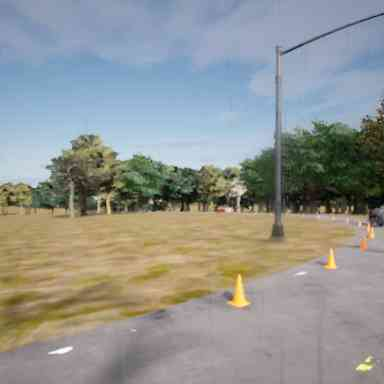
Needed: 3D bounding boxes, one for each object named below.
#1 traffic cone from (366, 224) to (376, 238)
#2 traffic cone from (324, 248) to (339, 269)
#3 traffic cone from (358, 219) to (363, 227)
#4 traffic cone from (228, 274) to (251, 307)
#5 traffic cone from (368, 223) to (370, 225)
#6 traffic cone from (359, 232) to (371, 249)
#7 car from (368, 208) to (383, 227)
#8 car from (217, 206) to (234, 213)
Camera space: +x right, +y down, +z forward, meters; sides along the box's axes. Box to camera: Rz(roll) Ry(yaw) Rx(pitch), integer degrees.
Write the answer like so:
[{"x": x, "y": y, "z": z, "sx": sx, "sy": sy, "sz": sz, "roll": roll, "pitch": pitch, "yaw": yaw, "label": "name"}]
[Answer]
[{"x": 9.681, "y": 2.165, "z": 17.867, "sx": 0.340, "sy": 0.580, "sz": 0.340, "roll": 0, "pitch": -1, "yaw": 29, "label": "traffic cone"}, {"x": 4.253, "y": 2.002, "z": 10.163, "sx": 0.340, "sy": 0.580, "sz": 0.340, "roll": 0, "pitch": -1, "yaw": 41, "label": "traffic cone"}, {"x": 13.389, "y": 2.454, "z": 26.526, "sx": 0.340, "sy": 0.580, "sz": 0.340, "roll": 0, "pitch": -2, "yaw": 17, "label": "traffic cone"}, {"x": 0.967, "y": 1.976, "z": 6.776, "sx": 0.340, "sy": 0.580, "sz": 0.340, "roll": 0, "pitch": 0, "yaw": -43, "label": "traffic cone"}, {"x": 11.762, "y": 2.300, "z": 22.101, "sx": 0.340, "sy": 0.580, "sz": 0.340, "roll": 0, "pitch": -2, "yaw": 23, "label": "traffic cone"}, {"x": 7.168, "y": 2.065, "z": 13.873, "sx": 0.340, "sy": 0.580, "sz": 0.340, "roll": 0, "pitch": -1, "yaw": 35, "label": "traffic cone"}, {"x": 15.724, "y": 2.029, "z": 26.927, "sx": 2.128, "sy": 1.511, "sz": 4.902, "roll": 0, "pitch": -2, "yaw": 15, "label": "car"}, {"x": 7.312, "y": 3.766, "z": 73.358, "sx": 2.097, "sy": 1.767, "sz": 4.553, "roll": 1, "pitch": -3, "yaw": -24, "label": "car"}]
